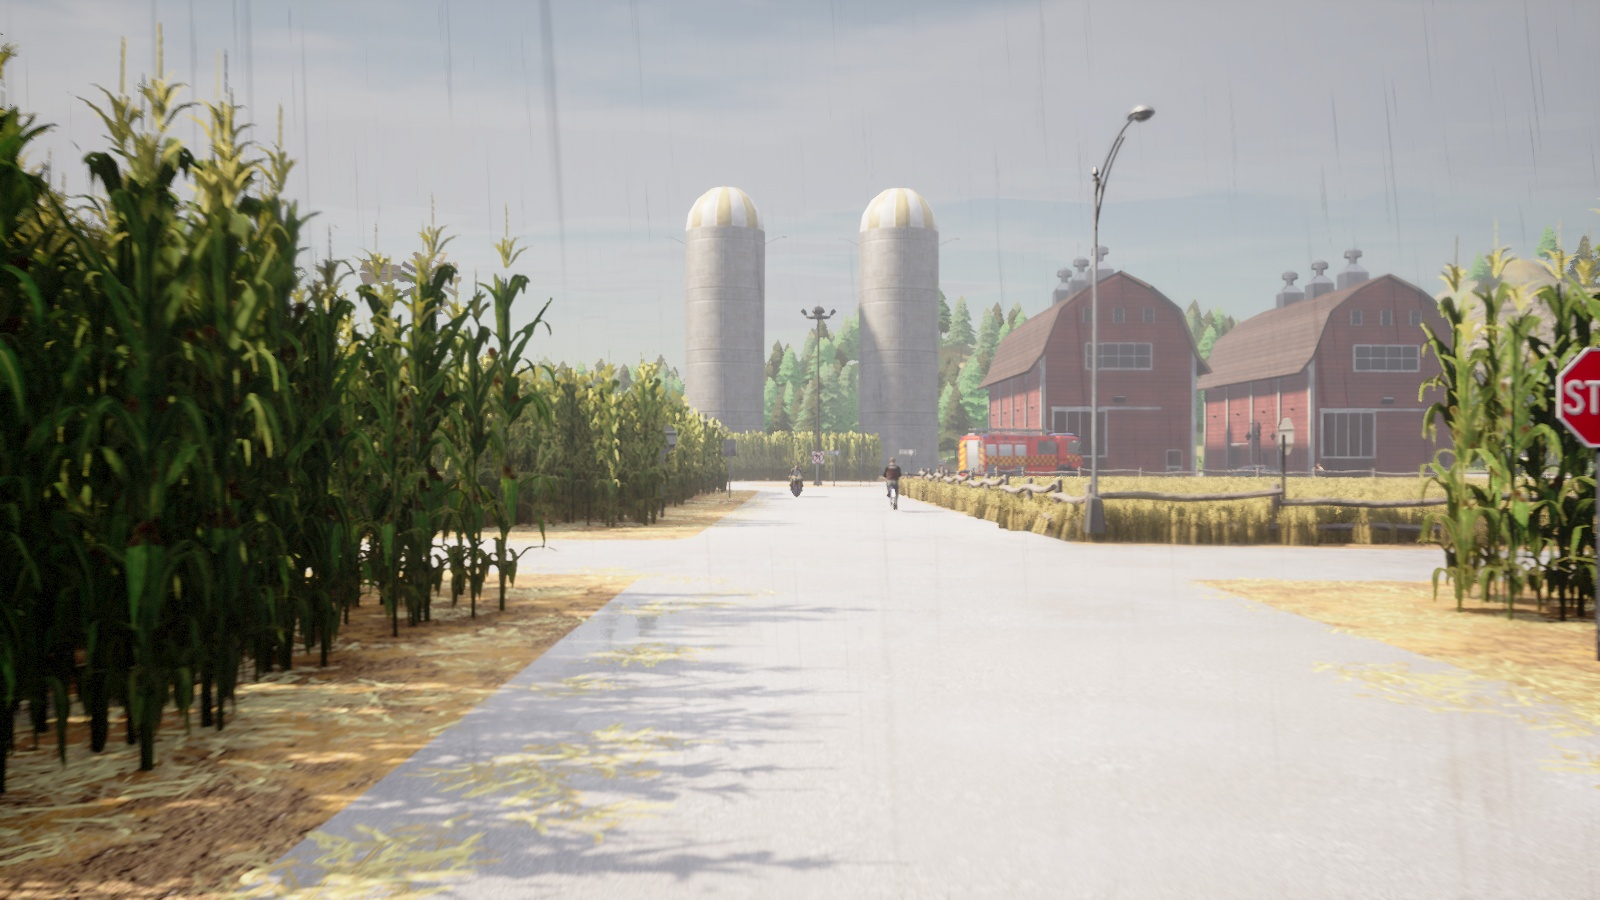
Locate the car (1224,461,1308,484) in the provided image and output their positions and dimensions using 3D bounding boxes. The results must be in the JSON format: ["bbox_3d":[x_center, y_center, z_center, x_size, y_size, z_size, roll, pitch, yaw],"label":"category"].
[{"bbox_3d":[31.330,1.477,84.505,4.902,1.511,2.128,0,0,-4],"label":"car"}]

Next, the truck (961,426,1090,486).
[{"bbox_3d":[14.997,0.413,83.264,8.468,3.827,2.891,0,-1,-28],"label":"truck"}]

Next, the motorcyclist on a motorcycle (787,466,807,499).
[{"bbox_3d":[-0.142,1.497,58.327,0.866,1.530,2.191,0,-1,0],"label":"motorcyclist on a motorcycle"}]
